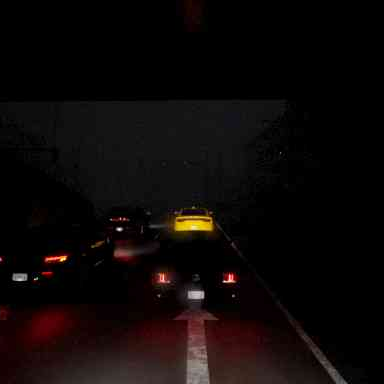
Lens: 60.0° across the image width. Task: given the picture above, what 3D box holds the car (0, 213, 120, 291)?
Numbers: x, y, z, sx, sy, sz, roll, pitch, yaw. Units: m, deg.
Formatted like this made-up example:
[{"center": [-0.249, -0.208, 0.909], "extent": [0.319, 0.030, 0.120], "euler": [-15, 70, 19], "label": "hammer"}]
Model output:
[{"center": [-3.418, 1.526, 8.913], "extent": [1.812, 1.442, 4.674], "euler": [0, 0, 0], "label": "car"}]

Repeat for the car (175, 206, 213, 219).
[{"center": [0.087, 1.478, 17.665], "extent": [1.882, 1.535, 5.008], "euler": [0, 0, 0], "label": "car"}]

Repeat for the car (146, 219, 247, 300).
[{"center": [0.085, 1.601, 8.322], "extent": [1.895, 1.301, 4.718], "euler": [0, 0, 0], "label": "car"}]

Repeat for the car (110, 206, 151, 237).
[{"center": [-3.414, 1.505, 18.072], "extent": [1.837, 1.490, 4.892], "euler": [0, 0, 0], "label": "car"}]
